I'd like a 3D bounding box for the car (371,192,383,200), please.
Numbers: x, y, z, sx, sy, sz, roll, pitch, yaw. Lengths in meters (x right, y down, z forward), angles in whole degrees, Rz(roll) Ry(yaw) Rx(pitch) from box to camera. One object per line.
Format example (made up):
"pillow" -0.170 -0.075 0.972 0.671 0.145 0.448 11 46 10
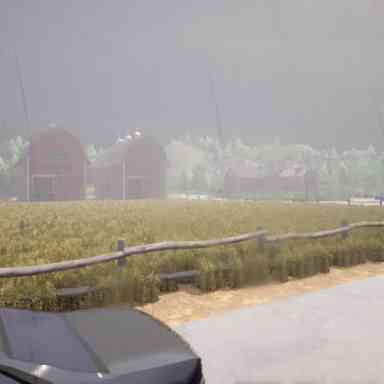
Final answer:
"car" 40.061 0.891 68.103 2.242 1.667 4.611 -1 0 -32

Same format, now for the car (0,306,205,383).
"car" -2.358 1.548 1.813 5.357 1.411 2.033 0 0 -34
